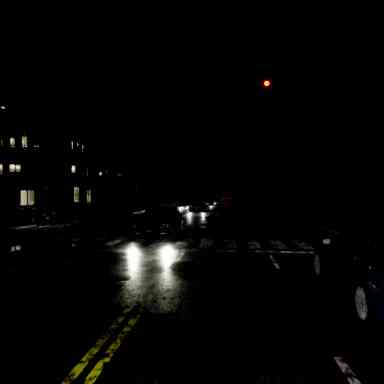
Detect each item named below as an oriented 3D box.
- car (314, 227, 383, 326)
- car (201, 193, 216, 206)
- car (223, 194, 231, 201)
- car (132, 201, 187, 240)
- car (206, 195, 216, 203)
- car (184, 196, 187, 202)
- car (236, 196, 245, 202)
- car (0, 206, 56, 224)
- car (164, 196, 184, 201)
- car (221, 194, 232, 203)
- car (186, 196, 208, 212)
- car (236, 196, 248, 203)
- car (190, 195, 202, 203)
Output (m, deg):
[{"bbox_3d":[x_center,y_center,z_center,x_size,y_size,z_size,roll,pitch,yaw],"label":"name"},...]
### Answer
[{"bbox_3d":[3.983,1.476,6.969,1.882,1.535,5.008,0,0,7],"label":"car"},{"bbox_3d":[2.486,1.204,56.370,2.150,2.045,5.566,0,0,6],"label":"car"},{"bbox_3d":[8.268,1.279,79.284,1.882,1.535,5.008,0,0,6],"label":"car"},{"bbox_3d":[-1.658,1.474,17.371,1.882,1.535,5.008,0,0,6],"label":"car"},{"bbox_3d":[4.139,1.444,71.149,1.882,1.535,5.008,0,0,6],"label":"car"},{"bbox_3d":[-0.940,1.472,54.898,2.128,1.511,4.902,0,0,6],"label":"car"},{"bbox_3d":[11.503,1.564,78.975,1.895,1.301,4.718,0,0,6],"label":"car"},{"bbox_3d":[-13.318,1.749,25.922,4.718,1.301,1.895,-1,1,6],"label":"car"},{"bbox_3d":[-2.557,1.515,39.703,1.812,1.442,4.674,0,0,8],"label":"car"},{"bbox_3d":[7.170,1.479,68.924,1.837,1.490,4.892,0,0,6],"label":"car"},{"bbox_3d":[0.654,1.514,39.228,1.812,1.442,4.674,0,0,4],"label":"car"},{"bbox_3d":[10.484,1.522,68.414,2.033,1.411,5.357,0,0,6],"label":"car"},{"bbox_3d":[0.809,1.495,70.570,2.128,1.511,4.902,0,0,6],"label":"car"}]
